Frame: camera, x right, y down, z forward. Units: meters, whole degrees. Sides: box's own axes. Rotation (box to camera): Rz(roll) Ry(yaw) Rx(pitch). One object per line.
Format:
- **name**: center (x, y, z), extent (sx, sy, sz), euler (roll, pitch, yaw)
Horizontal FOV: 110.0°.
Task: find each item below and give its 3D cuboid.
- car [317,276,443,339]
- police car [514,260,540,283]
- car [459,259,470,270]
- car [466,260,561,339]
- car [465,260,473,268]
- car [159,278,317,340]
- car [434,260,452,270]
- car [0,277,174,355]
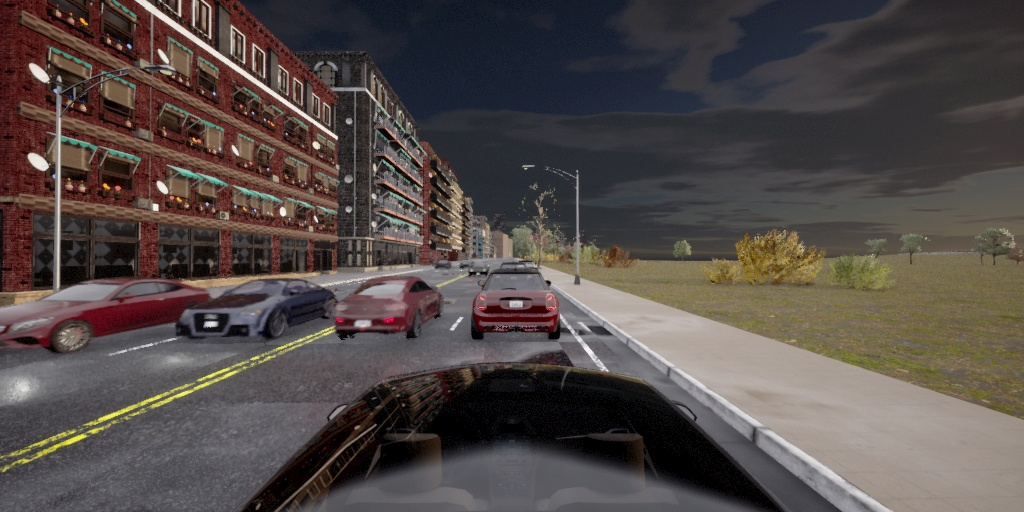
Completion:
- **car**: center (-3.163, 1.277, 9.913), extent (1.812, 1.442, 4.674), euler (0, 0, 0)
- **police car**: center (1.108, 1.179, 29.453), extent (1.930, 1.638, 5.238), euler (0, 0, 0)
- **car**: center (-6.647, 1.257, 53.071), extent (1.837, 1.490, 4.892), euler (0, 0, 0)
- **car**: center (0.083, 1.104, 10.185), extent (2.097, 1.767, 4.553), euler (0, 0, 0)
- **car**: center (-3.185, 1.355, 35.849), extent (1.895, 1.301, 4.718), euler (0, 0, 0)
- **car**: center (-6.609, 1.315, 9.861), extent (1.994, 1.385, 4.181), euler (0, 0, 0)
- **car**: center (-9.899, 1.300, 51.999), extent (2.033, 1.411, 5.357), euler (0, 0, 0)
- **car**: center (-9.858, 1.277, 8.876), extent (1.812, 1.442, 4.674), euler (0, 0, 0)
